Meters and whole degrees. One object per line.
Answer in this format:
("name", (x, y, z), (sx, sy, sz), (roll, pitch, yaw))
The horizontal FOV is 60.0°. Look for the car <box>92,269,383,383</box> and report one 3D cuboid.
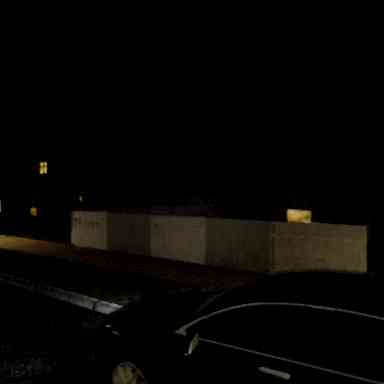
("car", (1.122, 1.536, 3.114), (4.892, 1.490, 1.837), (0, 0, 35))
